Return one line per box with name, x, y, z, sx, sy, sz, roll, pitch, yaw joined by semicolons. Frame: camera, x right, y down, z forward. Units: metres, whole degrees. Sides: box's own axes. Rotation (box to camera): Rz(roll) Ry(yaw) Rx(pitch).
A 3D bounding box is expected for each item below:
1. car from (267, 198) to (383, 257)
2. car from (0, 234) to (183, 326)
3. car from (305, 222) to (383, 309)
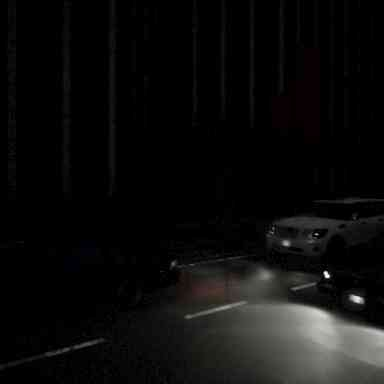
car;5.146;1.232;11.839;5.566;2.045;2.150;0;0;-36
car;-2.777;1.549;6.270;5.357;1.411;2.033;0;0;-35
car;5.157;1.555;7.561;5.357;1.411;2.033;0;0;-35
